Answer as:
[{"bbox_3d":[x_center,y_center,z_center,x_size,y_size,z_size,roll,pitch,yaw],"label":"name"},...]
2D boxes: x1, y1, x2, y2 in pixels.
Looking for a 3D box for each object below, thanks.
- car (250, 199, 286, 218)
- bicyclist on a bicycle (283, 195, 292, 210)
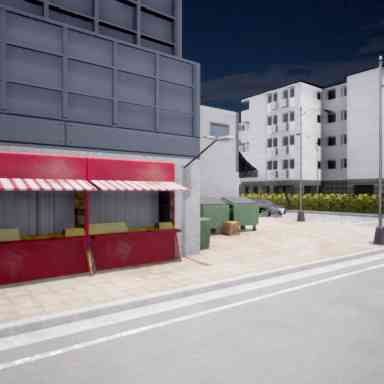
[{"bbox_3d":[5.748,1.317,28.474,2.128,1.511,4.902,0,0,-37],"label":"car"},{"bbox_3d":[10.103,1.127,35.159,1.656,1.620,0.582,0,0,-37],"label":"bicyclist on a bicycle"}]
